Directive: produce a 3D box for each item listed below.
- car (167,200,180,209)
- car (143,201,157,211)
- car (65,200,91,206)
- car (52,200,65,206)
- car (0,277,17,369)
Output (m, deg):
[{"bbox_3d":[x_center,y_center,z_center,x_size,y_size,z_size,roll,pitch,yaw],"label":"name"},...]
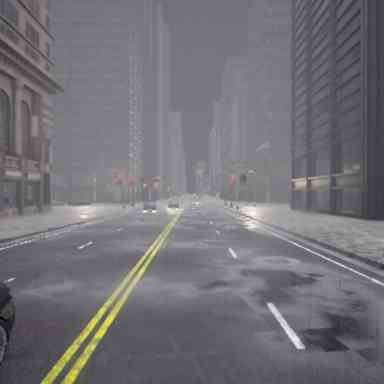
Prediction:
[{"bbox_3d":[-3.273,2.281,59.945,1.812,1.442,4.674,0,-1,0],"label":"car"},{"bbox_3d":[-6.566,2.194,52.835,1.812,1.442,4.674,0,-1,0],"label":"car"},{"bbox_3d":[-22.795,2.260,67.686,4.507,1.381,1.887,0,-1,0],"label":"car"},{"bbox_3d":[-28.250,2.195,67.653,4.829,1.417,1.752,0,-1,0],"label":"car"},{"bbox_3d":[-3.352,1.563,2.877,1.812,1.442,4.674,0,-1,0],"label":"car"}]
